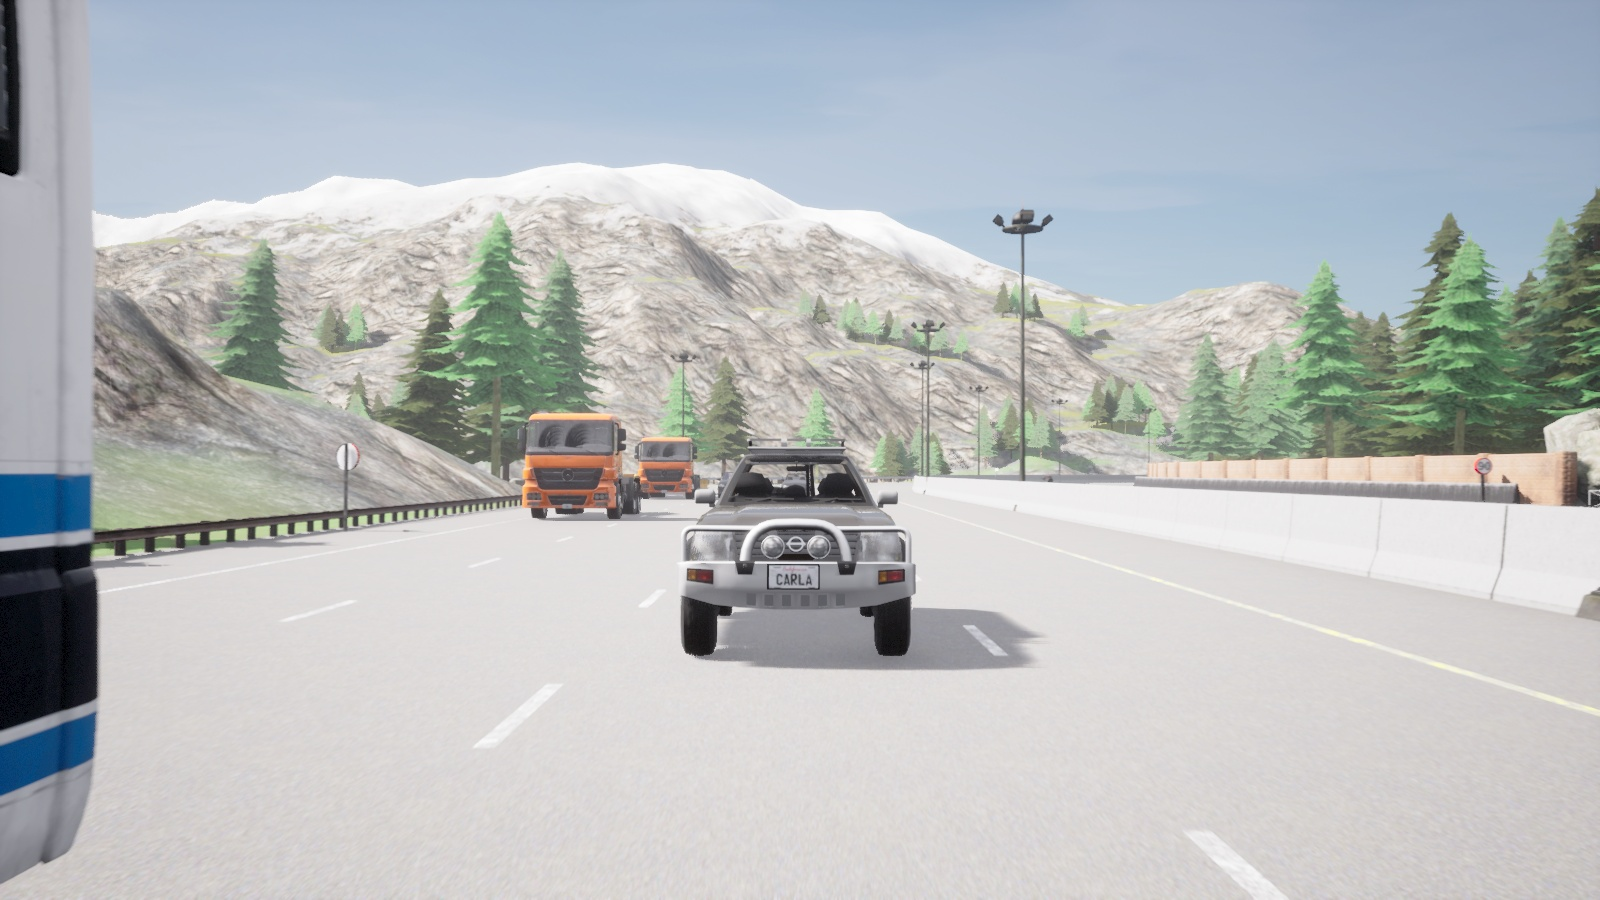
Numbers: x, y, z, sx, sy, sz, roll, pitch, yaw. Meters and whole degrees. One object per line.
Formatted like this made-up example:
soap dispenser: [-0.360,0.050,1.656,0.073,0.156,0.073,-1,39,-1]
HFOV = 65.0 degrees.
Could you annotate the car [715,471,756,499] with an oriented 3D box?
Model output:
car: [-3.675,1.993,72.125,2.128,1.511,4.902,0,-1,0]

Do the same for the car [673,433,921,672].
car: [-0.030,0.834,12.097,1.932,1.855,4.605,0,-1,0]

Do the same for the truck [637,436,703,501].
truck: [-7.175,1.039,70.357,2.891,3.462,7.936,0,-1,0]

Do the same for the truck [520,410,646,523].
truck: [-7.106,0.570,42.330,2.891,3.462,7.936,0,-1,0]
